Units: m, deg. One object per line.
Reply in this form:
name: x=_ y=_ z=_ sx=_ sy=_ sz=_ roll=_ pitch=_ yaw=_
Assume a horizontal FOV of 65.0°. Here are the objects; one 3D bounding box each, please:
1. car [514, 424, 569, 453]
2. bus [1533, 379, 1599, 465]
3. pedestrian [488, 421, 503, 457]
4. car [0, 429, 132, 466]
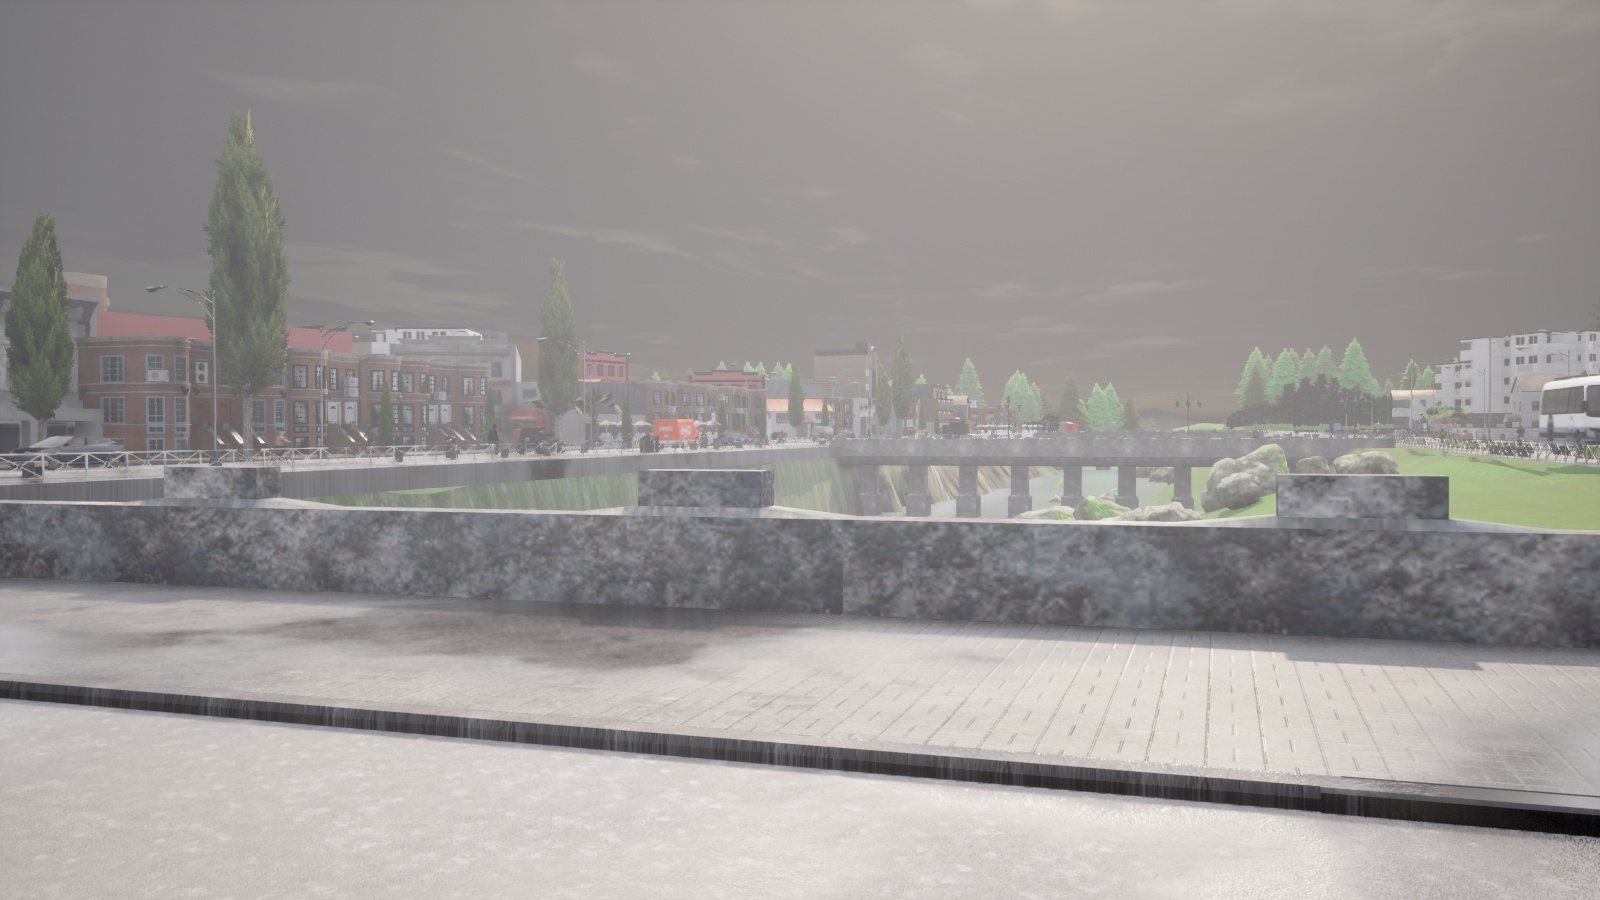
car: x=-17.118 y=-0.774 z=83.221 sx=1.905 sy=1.878 sz=3.866 roll=1 pitch=1 yaw=19
bus: x=42.386 y=-1.458 z=66.674 sx=3.944 sy=4.253 sz=10.273 roll=1 pitch=1 yaw=19
pedestrian: x=-15.697 y=-0.558 z=64.665 sx=0.431 sy=1.840 sz=0.703 roll=1 pitch=1 yaw=21
car: x=-31.299 y=-0.149 z=53.569 sx=2.163 sy=1.488 sz=4.792 roll=1 pitch=1 yaw=19
